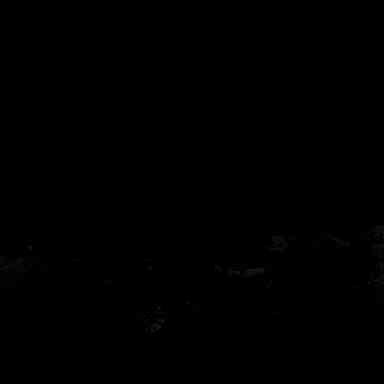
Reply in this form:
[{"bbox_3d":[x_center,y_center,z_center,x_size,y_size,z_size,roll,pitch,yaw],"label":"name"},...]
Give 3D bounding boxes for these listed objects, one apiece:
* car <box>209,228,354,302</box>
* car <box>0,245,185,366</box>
[{"bbox_3d":[2.365,1.580,8.220,4.206,1.307,1.802,0,0,-35],"label":"car"},{"bbox_3d":[-2.115,1.566,5.027,4.313,1.339,1.947,0,0,-35],"label":"car"}]
